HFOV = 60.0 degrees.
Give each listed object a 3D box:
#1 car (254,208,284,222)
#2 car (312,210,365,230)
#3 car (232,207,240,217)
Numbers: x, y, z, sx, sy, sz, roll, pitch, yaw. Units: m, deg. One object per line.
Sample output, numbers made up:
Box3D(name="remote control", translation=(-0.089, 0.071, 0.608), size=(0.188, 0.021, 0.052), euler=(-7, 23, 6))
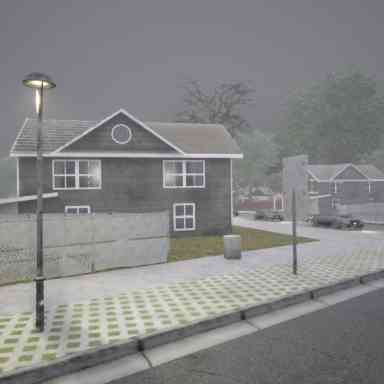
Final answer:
Box3D(name="car", translation=(8.288, 2.488, 36.128), size=(1.994, 1.385, 4.181), euler=(-1, -2, -13))
Box3D(name="car", translation=(10.930, 2.100, 25.197), size=(1.994, 1.385, 4.181), euler=(-1, -2, -14))
Box3D(name="car", translation=(5.257, 2.877, 48.839), size=(2.033, 1.411, 5.357), euler=(-1, -1, -13))
